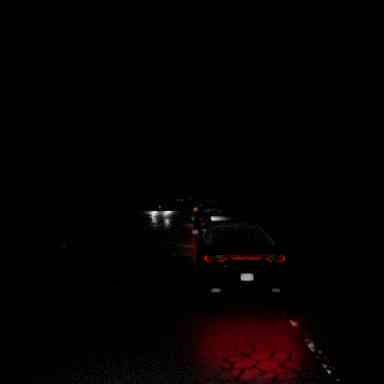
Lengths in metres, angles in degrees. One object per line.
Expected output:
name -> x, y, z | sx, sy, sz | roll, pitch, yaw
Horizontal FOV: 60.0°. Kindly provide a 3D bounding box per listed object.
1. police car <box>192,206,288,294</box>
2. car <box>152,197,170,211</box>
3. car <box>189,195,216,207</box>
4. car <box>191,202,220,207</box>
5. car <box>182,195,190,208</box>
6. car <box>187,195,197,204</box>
police car -> 1.042, 1.408, 8.893 | 1.930, 1.638, 5.238 | 0, 0, 0
car -> -3.636, 1.436, 39.851 | 1.837, 1.490, 4.892 | 0, 0, 0
car -> 1.025, 1.306, 24.755 | 2.097, 1.767, 4.553 | 0, 0, 0
car -> 1.032, 1.491, 18.785 | 1.812, 1.442, 4.674 | 0, 0, 0
car -> -0.025, 1.401, 45.247 | 1.882, 1.535, 5.008 | 0, 0, 0
car -> -0.063, 1.406, 64.385 | 1.837, 1.490, 4.892 | 0, 0, 0
